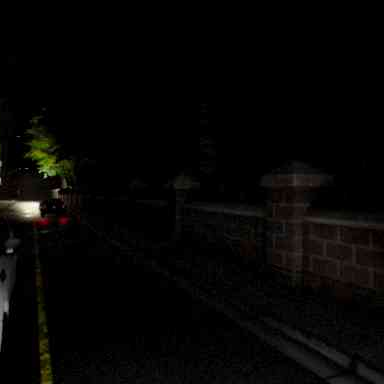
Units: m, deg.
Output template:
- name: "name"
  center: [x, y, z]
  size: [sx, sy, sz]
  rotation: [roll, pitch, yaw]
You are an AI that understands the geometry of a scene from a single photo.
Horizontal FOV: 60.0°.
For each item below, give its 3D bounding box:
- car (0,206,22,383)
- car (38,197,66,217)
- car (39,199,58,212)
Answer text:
- name: "car"
  center: [-3.861, 1.221, 4.932]
  size: [2.150, 2.045, 5.566]
  rotation: [0, 0, -26]
- name: "car"
  center: [-13.217, 1.358, 31.531]
  size: [2.097, 1.767, 4.553]
  rotation: [0, 0, -26]
- name: "car"
  center: [-17.505, 1.573, 40.443]
  size: [1.994, 1.385, 4.181]
  rotation: [0, 0, -26]
